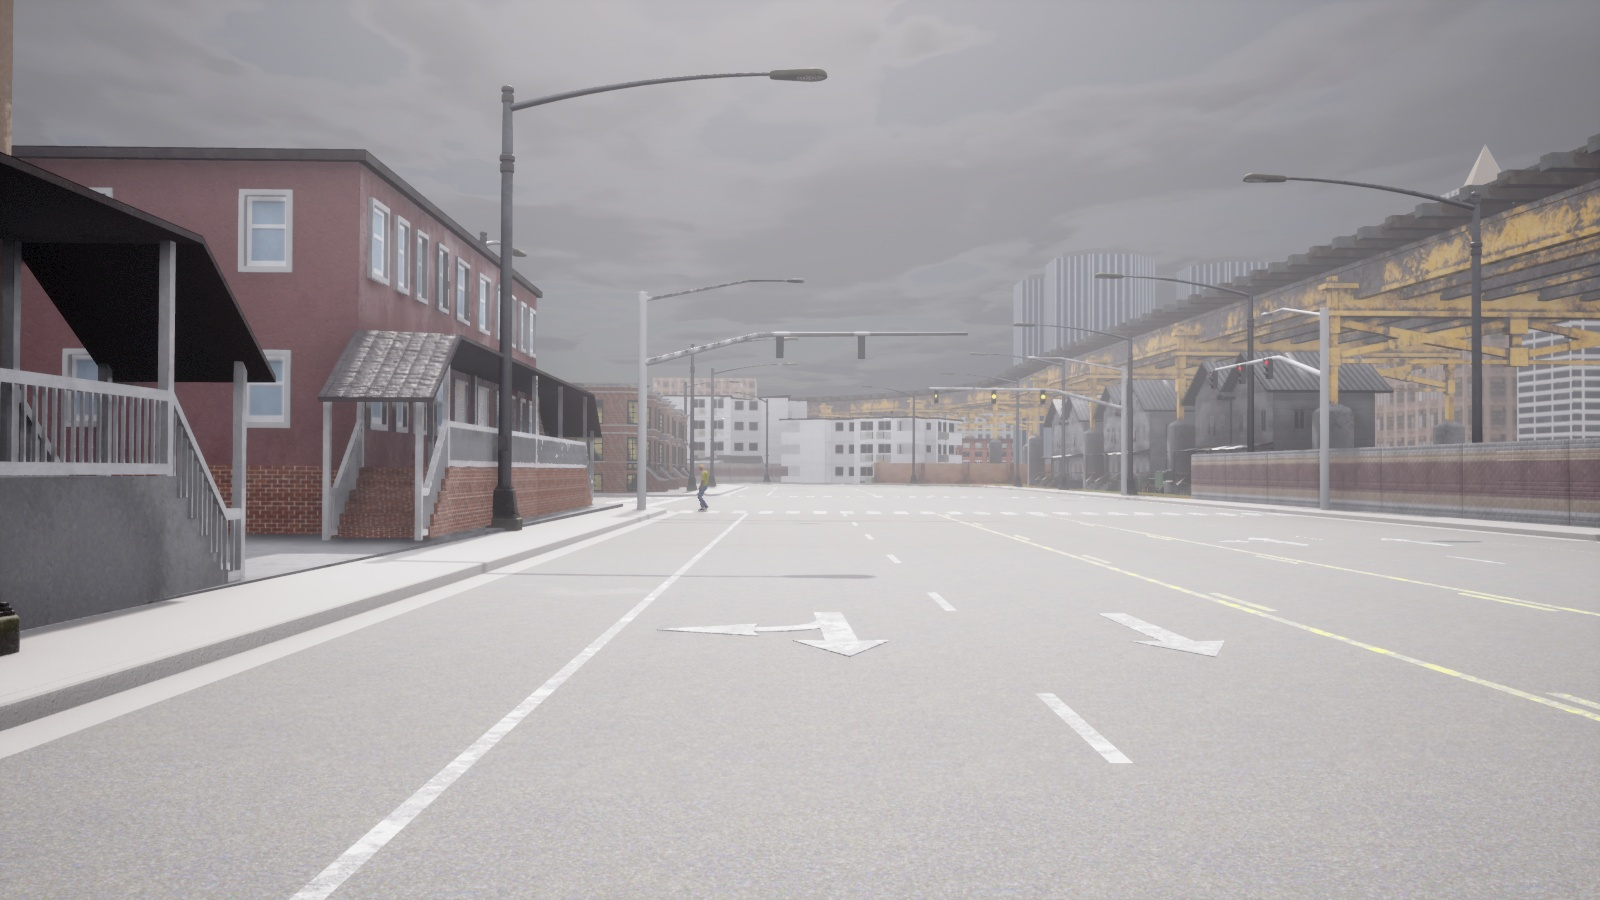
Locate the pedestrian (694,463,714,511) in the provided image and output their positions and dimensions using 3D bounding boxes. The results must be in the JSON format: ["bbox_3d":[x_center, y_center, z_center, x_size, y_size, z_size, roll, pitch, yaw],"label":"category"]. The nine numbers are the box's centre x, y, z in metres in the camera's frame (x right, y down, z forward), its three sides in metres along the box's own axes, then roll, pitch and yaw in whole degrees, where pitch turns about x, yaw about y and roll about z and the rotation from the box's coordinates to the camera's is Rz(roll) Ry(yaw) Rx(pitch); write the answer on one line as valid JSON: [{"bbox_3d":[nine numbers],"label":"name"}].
[{"bbox_3d":[-3.663,1.419,48.048,0.706,1.836,0.354,0,-1,8],"label":"pedestrian"}]
